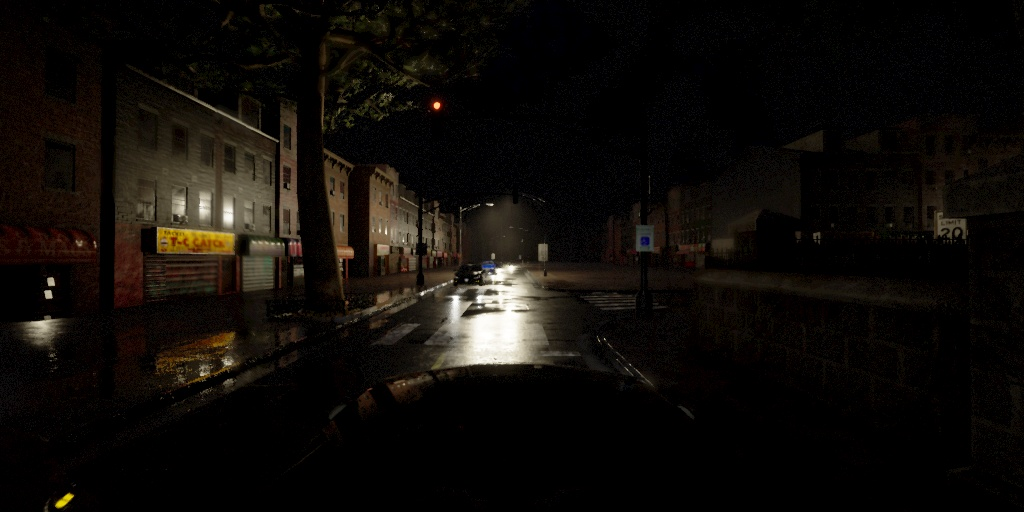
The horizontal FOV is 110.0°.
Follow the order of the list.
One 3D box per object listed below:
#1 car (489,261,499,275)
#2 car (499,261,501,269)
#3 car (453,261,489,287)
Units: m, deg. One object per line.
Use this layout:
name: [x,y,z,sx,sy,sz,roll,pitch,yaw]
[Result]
car: [-2.789,1.300,40.391,1.812,1.442,4.674,0,0,0]
car: [-2.719,1.424,56.820,1.895,1.301,4.718,0,0,1]
car: [-2.814,1.264,24.519,1.837,1.490,4.892,0,0,0]
